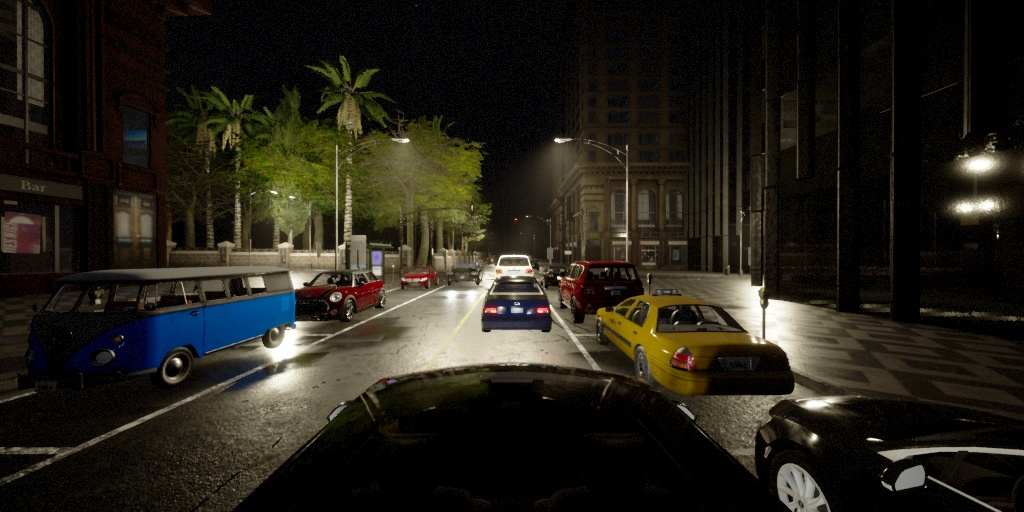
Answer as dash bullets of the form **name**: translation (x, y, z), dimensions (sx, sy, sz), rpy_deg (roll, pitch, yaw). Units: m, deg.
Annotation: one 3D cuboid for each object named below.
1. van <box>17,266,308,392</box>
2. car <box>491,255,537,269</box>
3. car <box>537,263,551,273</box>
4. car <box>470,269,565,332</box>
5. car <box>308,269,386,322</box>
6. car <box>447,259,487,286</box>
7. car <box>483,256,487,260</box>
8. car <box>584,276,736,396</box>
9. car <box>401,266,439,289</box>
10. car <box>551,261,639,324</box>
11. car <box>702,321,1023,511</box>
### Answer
- **van**: translation (-5.761, 1.090, 6.526), dimensions (1.690, 1.789, 3.998), rpy_deg (0, 0, 0)
- **car**: translation (0.110, 0.968, 21.324), dimensions (2.150, 2.045, 5.566), rpy_deg (0, 0, 0)
- **car**: translation (2.773, 1.310, 22.783), dimensions (1.948, 1.339, 4.313), rpy_deg (0, 0, 0)
- **car**: translation (0.107, 1.296, 10.753), dimensions (2.033, 1.411, 5.357), rpy_deg (0, 0, 0)
- **car**: translation (-5.758, 1.188, 11.952), dimensions (1.967, 1.591, 4.097), rpy_deg (0, 0, 0)
- **car**: translation (-2.989, 1.103, 23.566), dimensions (1.994, 1.385, 4.181), rpy_deg (0, 0, 0)
- **car**: translation (-5.733, 1.159, 60.085), dimensions (1.967, 1.591, 4.097), rpy_deg (0, 0, 0)
- **car**: translation (2.765, 1.275, 6.677), dimensions (1.751, 1.417, 4.829), rpy_deg (0, 0, 0)
- **car**: translation (-5.753, 1.327, 22.805), dimensions (1.802, 1.307, 4.207), rpy_deg (0, 0, 0)
- **car**: translation (2.767, 1.063, 11.932), dimensions (2.192, 1.841, 5.009), rpy_deg (0, 0, 0)
- **car**: translation (2.762, 1.300, 1.082), dimensions (2.007, 1.370, 4.403), rpy_deg (0, 0, 0)
